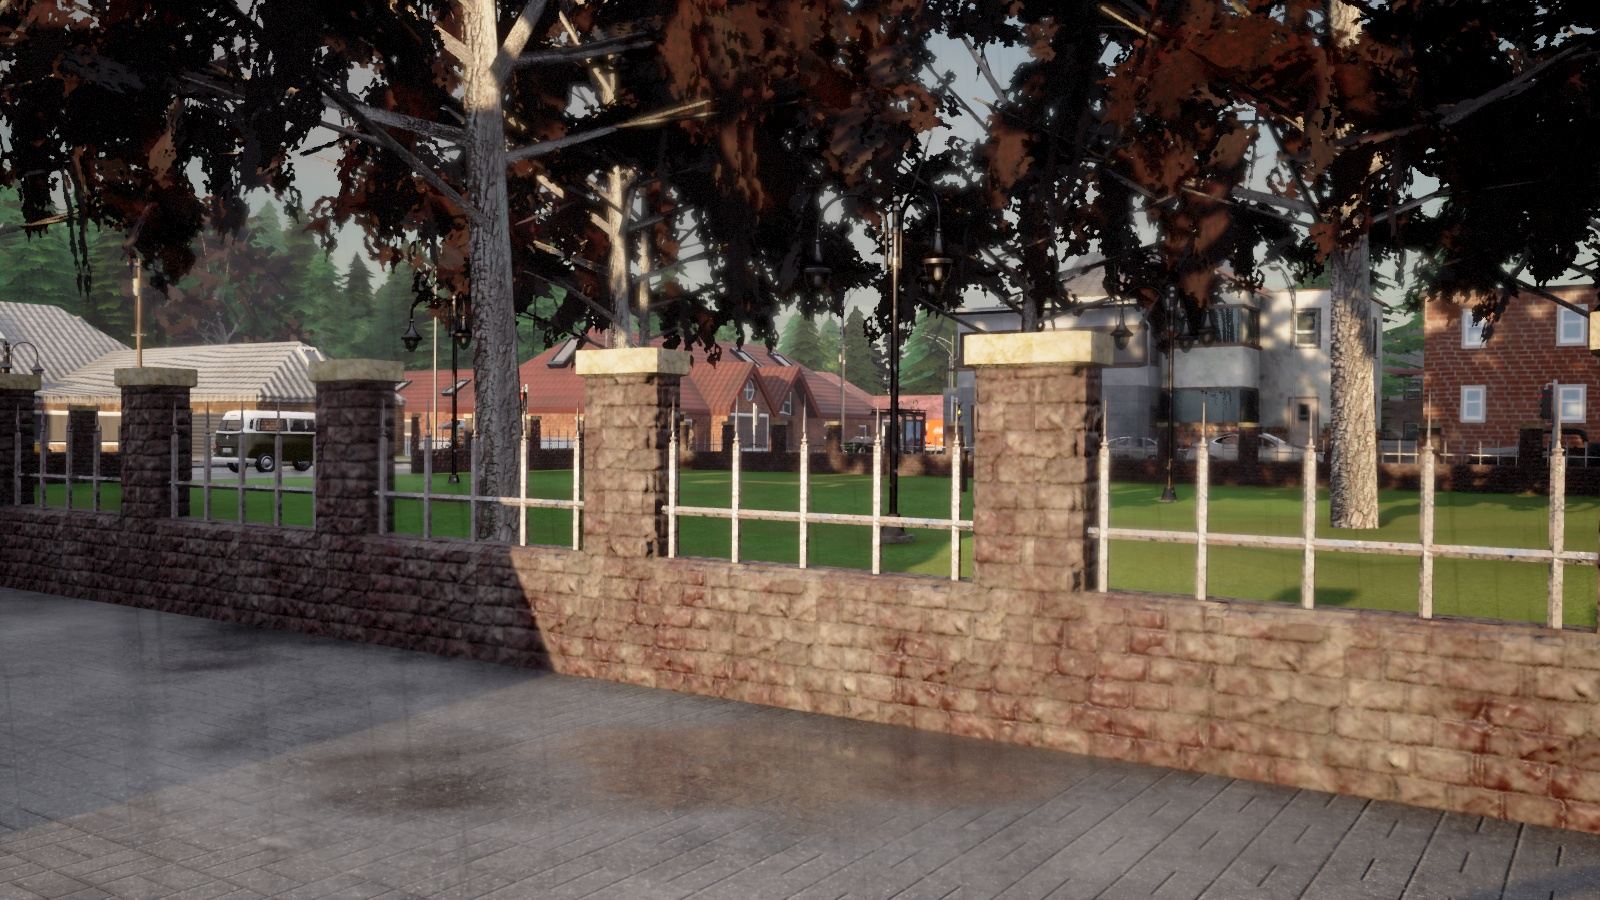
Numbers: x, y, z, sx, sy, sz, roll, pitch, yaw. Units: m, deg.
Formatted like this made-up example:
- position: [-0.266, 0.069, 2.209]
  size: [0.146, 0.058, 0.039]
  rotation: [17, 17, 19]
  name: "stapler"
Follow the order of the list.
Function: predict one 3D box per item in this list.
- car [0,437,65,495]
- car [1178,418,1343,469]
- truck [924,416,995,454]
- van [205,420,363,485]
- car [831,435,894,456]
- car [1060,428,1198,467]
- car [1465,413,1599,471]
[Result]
- position: [-22.672, 0.457, 33.476]
  size: [1.882, 1.535, 5.008]
  rotation: [0, 1, 32]
  name: "car"
- position: [15.818, -0.223, 43.176]
  size: [5.027, 1.651, 2.152]
  rotation: [0, 1, 31]
  name: "car"
- position: [10.694, -0.997, 83.838]
  size: [2.627, 2.467, 5.204]
  rotation: [0, 1, 34]
  name: "truck"
- position: [-17.129, 0.038, 41.871]
  size: [2.069, 2.038, 4.480]
  rotation: [0, 1, 32]
  name: "van"
- position: [4.089, -0.313, 81.110]
  size: [1.895, 1.301, 4.718]
  rotation: [0, 1, 34]
  name: "car"
- position: [13.053, -0.112, 49.923]
  size: [4.902, 1.511, 2.128]
  rotation: [0, 1, 34]
  name: "car"
- position: [24.620, -0.272, 42.209]
  size: [3.866, 1.878, 1.905]
  rotation: [0, 1, 33]
  name: "car"
